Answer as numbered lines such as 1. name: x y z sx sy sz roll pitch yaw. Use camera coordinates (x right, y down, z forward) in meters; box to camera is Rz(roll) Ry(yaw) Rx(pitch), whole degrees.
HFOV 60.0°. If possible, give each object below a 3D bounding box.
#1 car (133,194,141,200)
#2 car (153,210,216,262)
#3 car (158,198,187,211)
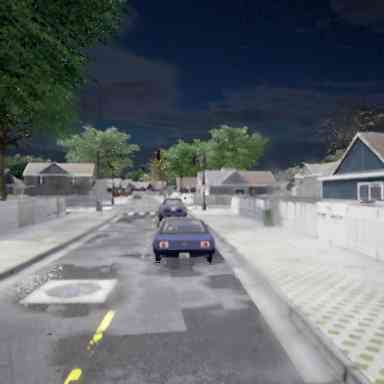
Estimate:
1. car: -13.670 1.210 82.758 1.994 1.385 4.181 0 0 -10
2. car: -0.329 1.554 11.920 1.895 1.301 4.718 0 0 -3
3. car: -1.563 1.255 25.994 2.097 1.767 4.553 0 0 -6
